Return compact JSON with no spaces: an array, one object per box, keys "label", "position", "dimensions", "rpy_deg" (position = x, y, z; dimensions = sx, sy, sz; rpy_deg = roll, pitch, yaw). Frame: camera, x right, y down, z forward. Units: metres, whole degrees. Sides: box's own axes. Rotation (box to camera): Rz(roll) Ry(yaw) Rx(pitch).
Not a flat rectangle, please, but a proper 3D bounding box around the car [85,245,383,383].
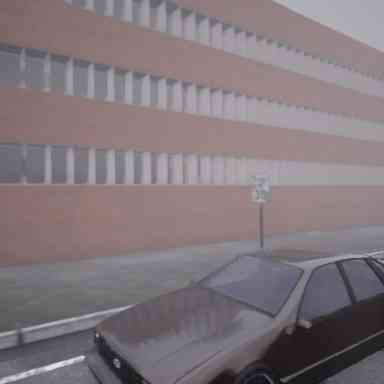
[{"label":"car","position":[1.412,1.530,4.629],"dimensions":[5.357,1.411,2.033],"rpy_deg":[0,0,-35]}]
